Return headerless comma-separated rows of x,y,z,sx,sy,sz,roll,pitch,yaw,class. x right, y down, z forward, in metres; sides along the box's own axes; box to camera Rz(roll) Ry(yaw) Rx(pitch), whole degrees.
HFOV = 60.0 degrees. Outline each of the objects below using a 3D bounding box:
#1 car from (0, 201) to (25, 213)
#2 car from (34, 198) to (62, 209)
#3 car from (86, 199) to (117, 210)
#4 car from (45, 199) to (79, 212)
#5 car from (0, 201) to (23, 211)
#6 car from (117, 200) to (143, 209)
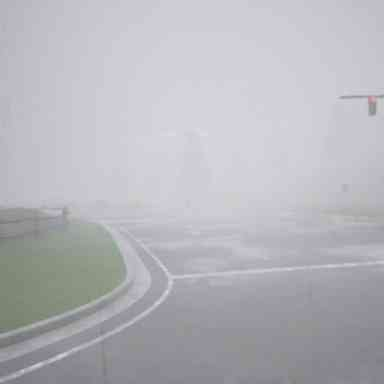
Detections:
-28.343,2.530,51.195,5.357,1.411,2.033,-2,0,16,car
-26.480,2.191,61.682,5.566,2.045,2.150,-2,-1,15,car
-14.773,1.973,52.916,4.553,1.767,2.097,-2,0,32,car
-19.689,2.242,51.354,4.902,1.511,2.128,-1,0,28,car
-32.979,2.494,59.390,4.553,1.767,2.097,-2,0,10,car
-10.173,1.980,54.144,5.008,1.535,1.882,-2,0,35,car
